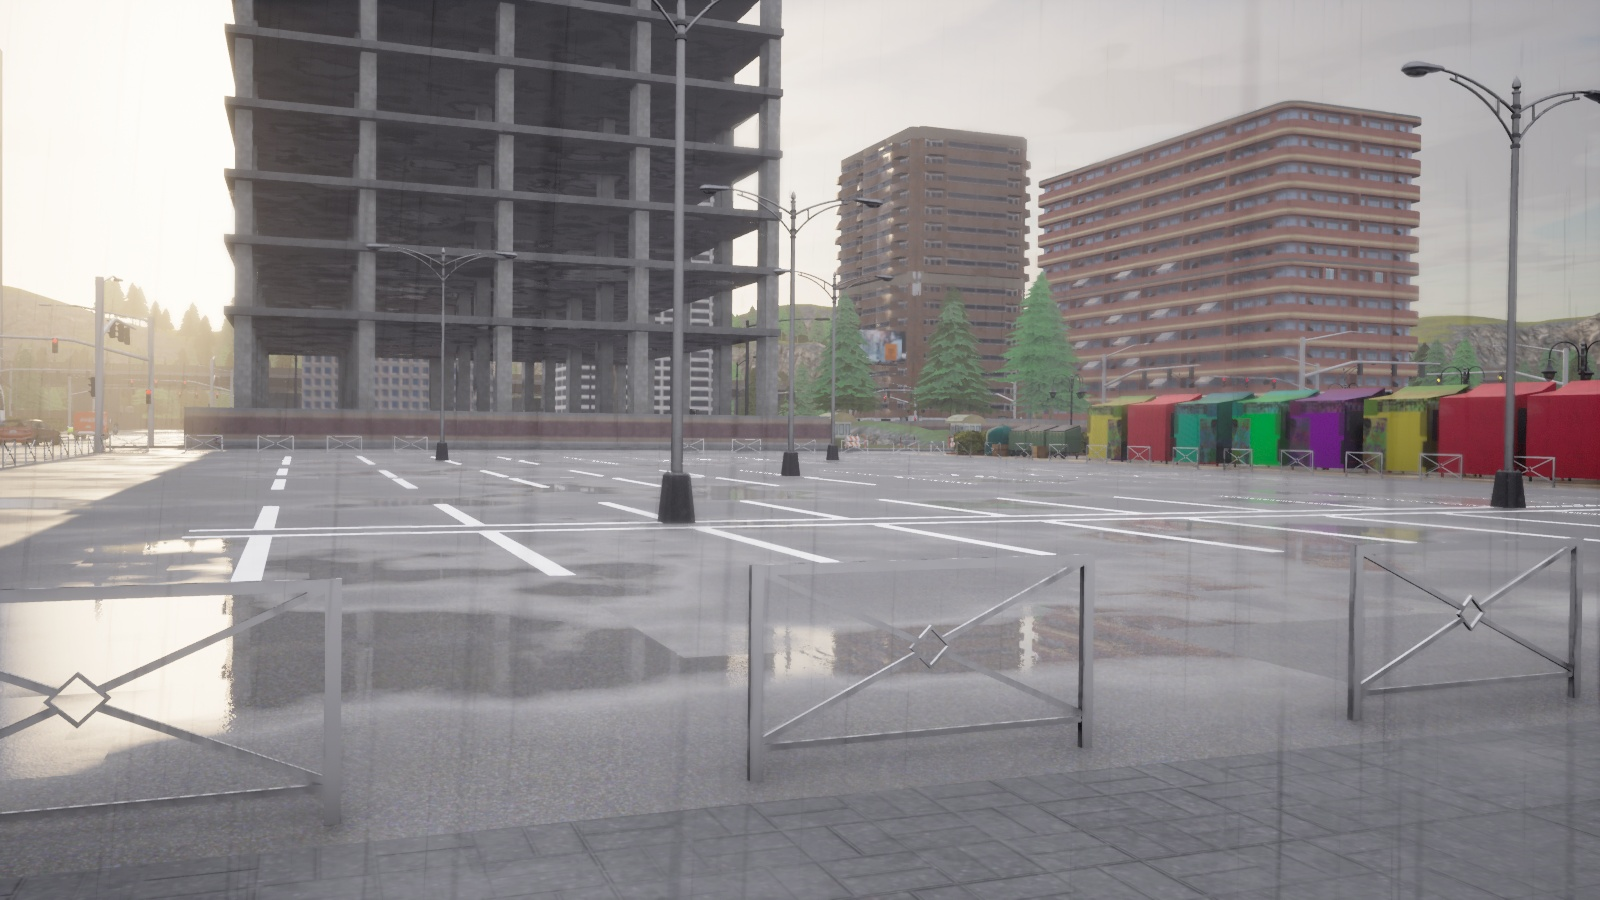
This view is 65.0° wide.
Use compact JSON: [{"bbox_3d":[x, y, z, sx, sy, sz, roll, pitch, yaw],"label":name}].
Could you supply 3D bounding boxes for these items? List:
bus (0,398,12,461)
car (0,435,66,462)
[{"bbox_3d":[-54.720,-1.317,81.763,3.944,4.253,10.273,-1,1,-22],"label":"bus"},{"bbox_3d":[-48.626,-0.123,79.359,2.242,1.667,4.611,-1,1,-8],"label":"car"}]
